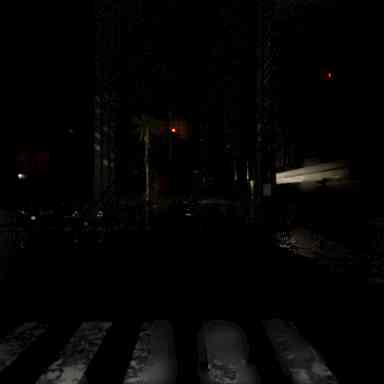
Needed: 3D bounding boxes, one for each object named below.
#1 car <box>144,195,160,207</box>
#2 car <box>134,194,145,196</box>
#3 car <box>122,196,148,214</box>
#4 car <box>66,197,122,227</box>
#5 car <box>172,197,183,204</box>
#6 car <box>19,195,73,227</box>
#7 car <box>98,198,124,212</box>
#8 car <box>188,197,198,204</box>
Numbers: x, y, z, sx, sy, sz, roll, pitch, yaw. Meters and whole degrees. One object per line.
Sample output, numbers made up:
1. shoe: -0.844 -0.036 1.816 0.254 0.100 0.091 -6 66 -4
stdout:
1. car: -6.476 1.637 56.368 1.882 1.535 5.008 0 0 0
2. car: -9.678 1.404 60.986 2.150 2.045 5.566 0 -1 1
3. car: -6.541 1.562 37.321 1.882 1.535 5.008 0 0 0
4. car: -6.563 1.396 22.845 2.097 1.767 4.553 0 0 0
5. car: -3.040 1.783 69.877 1.994 1.385 4.181 0 0 0
6. car: -9.813 1.267 23.335 2.150 2.045 5.566 0 0 0
7. car: -9.783 1.573 40.602 1.882 1.535 5.008 0 0 0
8. car: 0.210 1.783 69.897 1.994 1.385 4.181 0 0 0
